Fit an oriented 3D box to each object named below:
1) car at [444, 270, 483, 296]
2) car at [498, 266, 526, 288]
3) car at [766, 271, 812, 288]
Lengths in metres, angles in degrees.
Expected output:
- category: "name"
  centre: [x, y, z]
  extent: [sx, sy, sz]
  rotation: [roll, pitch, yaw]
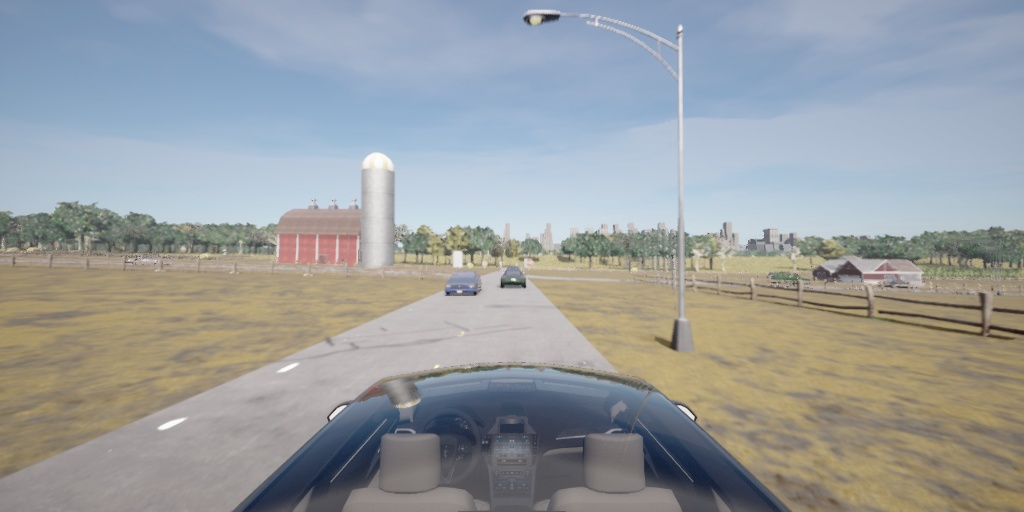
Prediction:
- category: "car"
  centre: [-2.846, 1.592, 22.098]
  extent: [2.033, 1.411, 5.357]
  rotation: [0, -1, 0]
- category: "car"
  centre: [0.095, 1.711, 28.153]
  extent: [1.994, 1.385, 4.181]
  rotation: [0, -1, 0]
- category: "car"
  centre: [39.155, 3.272, 50.830]
  extent: [5.566, 2.045, 2.150]
  rotation: [2, -1, 0]
